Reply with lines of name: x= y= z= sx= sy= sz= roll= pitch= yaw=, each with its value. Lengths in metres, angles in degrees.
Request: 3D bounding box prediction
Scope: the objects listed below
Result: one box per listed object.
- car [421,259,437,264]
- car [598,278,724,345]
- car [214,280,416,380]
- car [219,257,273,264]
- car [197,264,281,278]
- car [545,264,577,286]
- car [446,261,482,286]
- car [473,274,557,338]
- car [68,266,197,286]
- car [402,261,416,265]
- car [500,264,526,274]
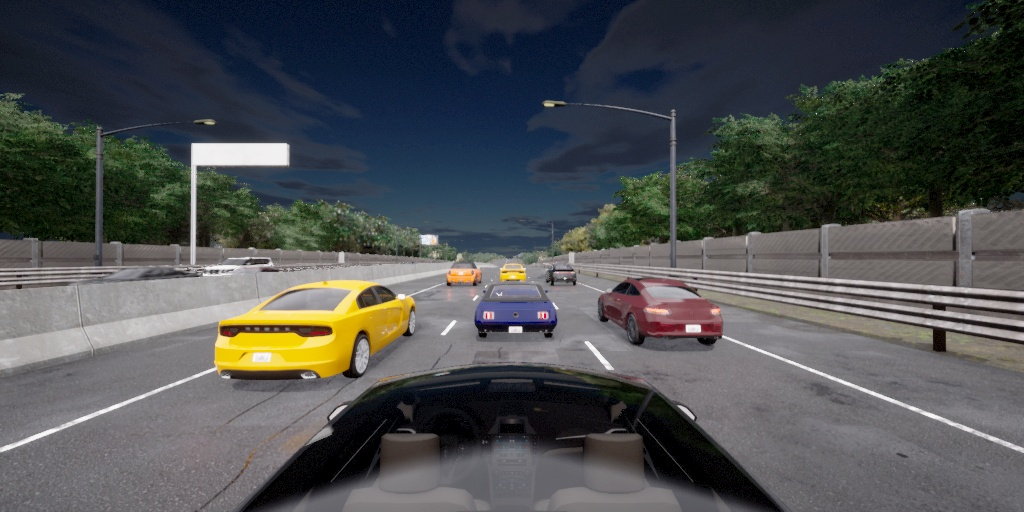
car: x=-14.066 y=1.233 z=61.167 sx=2.097 sy=1.767 sz=4.553 roll=0 pitch=-1 yaw=0
car: x=3.592 y=1.286 z=9.411 sx=1.812 sy=1.442 sz=4.674 roll=0 pitch=0 yaw=0
car: x=-3.406 y=1.233 z=7.358 sx=1.882 sy=1.535 sz=5.008 roll=0 pitch=0 yaw=0
car: x=-21.128 y=1.099 z=28.103 sx=2.150 sy=2.045 sz=5.566 roll=0 pitch=-1 yaw=0
car: x=-14.120 y=1.332 z=19.550 sx=1.812 sy=1.442 sz=4.674 roll=0 pitch=0 yaw=0
car: x=3.578 y=1.357 z=26.721 sx=2.128 sy=1.511 sz=4.902 roll=0 pitch=-1 yaw=0
car: x=-3.430 y=1.215 z=26.407 sx=2.097 sy=1.767 sz=4.553 roll=0 pitch=-1 yaw=1
car: x=0.093 y=1.363 z=10.205 sx=1.895 sy=1.301 sz=4.718 roll=0 pitch=0 yaw=0
car: x=-17.617 y=1.269 z=17.052 sx=1.882 sy=1.535 sz=5.008 roll=0 pitch=0 yaw=0
car: x=-17.566 y=1.641 z=61.129 sx=1.837 sy=1.490 sz=4.892 roll=0 pitch=-1 yaw=0
car: x=0.072 y=1.354 z=27.937 sx=1.882 sy=1.535 sz=5.008 roll=0 pitch=-1 yaw=0
